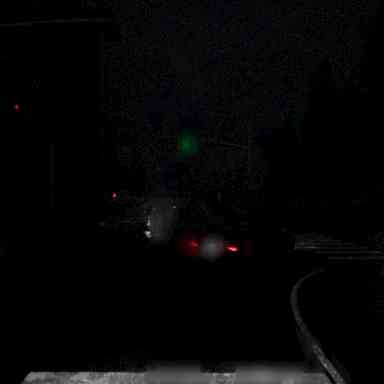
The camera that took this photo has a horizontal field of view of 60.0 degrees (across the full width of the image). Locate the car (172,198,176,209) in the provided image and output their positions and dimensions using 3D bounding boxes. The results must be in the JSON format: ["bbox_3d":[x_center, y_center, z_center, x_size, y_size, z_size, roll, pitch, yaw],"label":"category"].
[{"bbox_3d":[-3.578,1.690,44.905,1.895,1.301,4.718,0,0,0],"label":"car"}]

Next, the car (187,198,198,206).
[{"bbox_3d":[0.102,1.712,56.318,1.895,1.301,4.718,0,0,0],"label":"car"}]

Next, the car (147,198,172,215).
[{"bbox_3d":[-3.594,1.561,34.969,2.128,1.511,4.902,0,0,0],"label":"car"}]

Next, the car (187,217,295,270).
[{"bbox_3d":[1.887,1.561,11.184,2.033,1.411,5.357,0,0,32],"label":"car"}]
